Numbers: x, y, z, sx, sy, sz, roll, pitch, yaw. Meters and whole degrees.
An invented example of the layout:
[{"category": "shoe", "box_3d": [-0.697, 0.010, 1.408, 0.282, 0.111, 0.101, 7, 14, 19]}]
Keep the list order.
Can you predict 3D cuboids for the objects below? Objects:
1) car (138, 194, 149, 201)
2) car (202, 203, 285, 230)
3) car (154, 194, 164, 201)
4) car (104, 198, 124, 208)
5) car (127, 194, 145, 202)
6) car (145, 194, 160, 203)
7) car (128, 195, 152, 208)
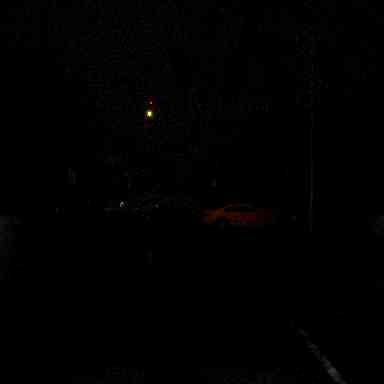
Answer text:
[{"category": "car", "box_3d": [-11.145, 1.240, 77.022, 2.128, 1.511, 4.902, 0, 0, -3]}, {"category": "car", "box_3d": [3.088, 1.444, 20.210, 5.008, 1.535, 1.882, 0, 0, -3]}, {"category": "car", "box_3d": [-7.677, 1.248, 77.679, 2.033, 1.411, 5.357, 0, 1, -4]}, {"category": "car", "box_3d": [-10.590, 1.475, 45.411, 1.994, 1.385, 4.181, 0, 0, 0]}, {"category": "car", "box_3d": [-10.633, 1.394, 61.672, 2.033, 1.411, 5.357, 0, 0, 0]}, {"category": "car", "box_3d": [-7.144, 1.442, 62.560, 1.895, 1.301, 4.718, 0, 0, 0]}, {"category": "car", "box_3d": [-7.089, 1.473, 45.822, 1.994, 1.385, 4.181, 0, 0, 0]}]
